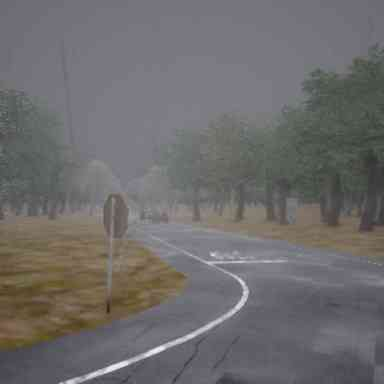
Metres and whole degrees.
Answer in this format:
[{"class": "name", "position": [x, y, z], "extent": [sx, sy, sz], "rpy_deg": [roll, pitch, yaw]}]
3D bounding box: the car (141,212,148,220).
[{"class": "car", "position": [-7.616, 4.164, 57.359], "extent": [2.033, 1.411, 5.357], "rpy_deg": [3, -3, -17]}]

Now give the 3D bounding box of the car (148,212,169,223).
[{"class": "car", "position": [-4.560, 3.654, 47.479], "extent": [1.837, 1.490, 4.892], "rpy_deg": [3, -3, -16]}]
